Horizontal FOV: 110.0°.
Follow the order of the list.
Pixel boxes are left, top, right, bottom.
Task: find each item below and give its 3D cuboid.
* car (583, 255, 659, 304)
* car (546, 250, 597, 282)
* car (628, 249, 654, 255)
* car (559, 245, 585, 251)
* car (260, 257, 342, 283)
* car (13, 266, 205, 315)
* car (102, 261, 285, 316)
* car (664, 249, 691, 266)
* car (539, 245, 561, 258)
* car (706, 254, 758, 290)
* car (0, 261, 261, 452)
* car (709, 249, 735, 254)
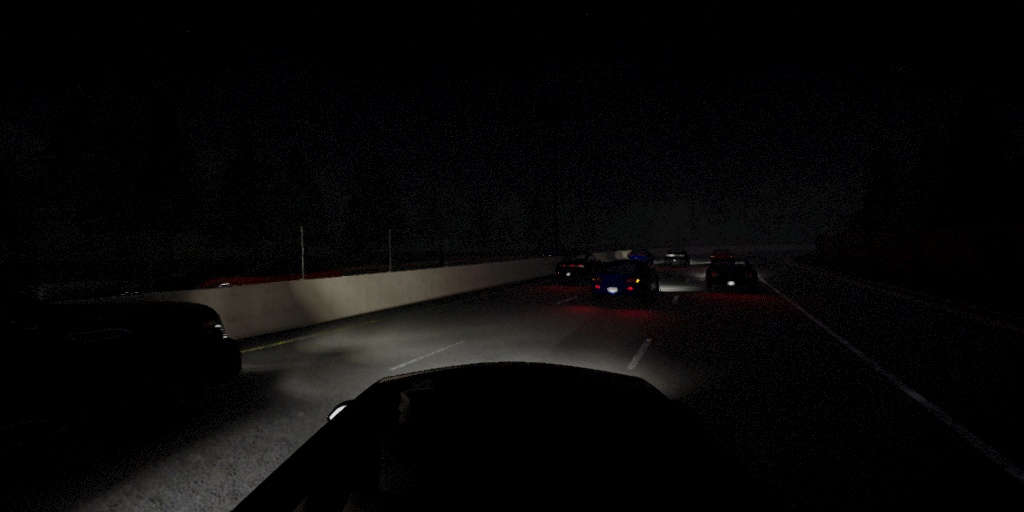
[{"bbox_3d":[4.400,0.854,13.665,1.812,1.442,4.674,0,2,29],"label":"car"},{"bbox_3d":[4.024,0.630,20.165,2.128,1.511,4.902,0,2,29],"label":"car"},{"bbox_3d":[12.960,0.016,35.952,1.882,1.535,5.008,0,2,31],"label":"car"},{"bbox_3d":[8.710,-0.546,49.112,1.895,1.301,4.718,0,2,35],"label":"car"},{"bbox_3d":[-8.399,0.891,12.696,2.097,1.767,4.553,0,2,29],"label":"car"},{"bbox_3d":[-15.565,1.195,14.225,1.895,1.301,4.718,0,2,29],"label":"car"},{"bbox_3d":[-11.799,1.059,13.788,1.837,1.490,4.892,0,2,29],"label":"car"},{"bbox_3d":[15.193,0.091,32.870,2.128,1.511,4.902,0,2,30],"label":"car"},{"bbox_3d":[5.847,-0.599,51.124,2.150,2.045,5.566,0,2,35],"label":"car"},{"bbox_3d":[10.126,0.756,16.735,1.895,1.301,4.718,0,2,29],"label":"car"},{"bbox_3d":[-5.651,1.016,2.842,2.150,2.045,5.566,0,2,29],"label":"car"},{"bbox_3d":[18.796,0.097,32.119,1.812,1.442,4.674,0,2,31],"label":"car"}]
